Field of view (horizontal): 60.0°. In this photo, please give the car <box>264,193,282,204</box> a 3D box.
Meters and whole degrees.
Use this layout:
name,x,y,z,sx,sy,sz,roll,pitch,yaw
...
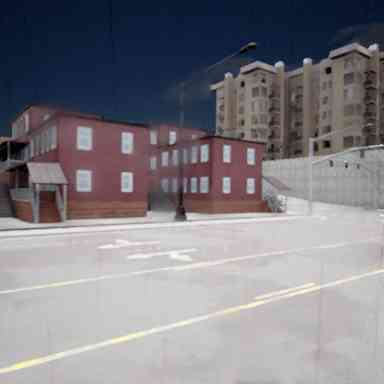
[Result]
name,x,y,z,sx,sy,sz,roll,pitch,yaw
car,10.908,0.911,49.636,2.033,1.411,5.357,1,7,-36
